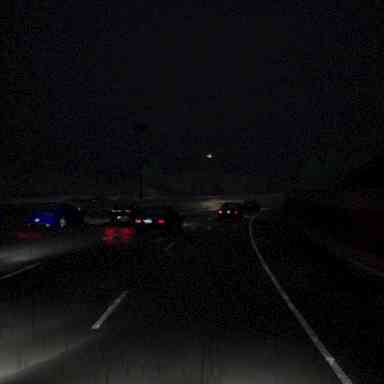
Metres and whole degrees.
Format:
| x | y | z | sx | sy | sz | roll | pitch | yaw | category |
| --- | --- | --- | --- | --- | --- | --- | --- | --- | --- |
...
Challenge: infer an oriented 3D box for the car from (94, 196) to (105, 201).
| x | y | z | sx | sy | sz | roll | pitch | yaw | category |
| --- | --- | --- | --- | --- | --- | --- | --- | --- | --- |
| -18.144 | 1.524 | 64.805 | 1.837 | 1.490 | 4.892 | 0 | 0 | 19 | car |

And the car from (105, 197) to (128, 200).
| x | y | z | sx | sy | sz | roll | pitch | yaw | category |
| --- | --- | --- | --- | --- | --- | --- | --- | --- | --- |
| -11.124 | 1.520 | 53.071 | 2.033 | 1.411 | 5.357 | 0 | 0 | 20 | car |

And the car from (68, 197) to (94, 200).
| x | y | z | sx | sy | sz | roll | pitch | yaw | category |
| --- | --- | --- | --- | --- | --- | --- | --- | --- | --- |
| -16.741 | 1.453 | 47.376 | 2.128 | 1.511 | 4.902 | 0 | 0 | 18 | car |

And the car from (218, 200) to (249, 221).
| x | y | z | sx | sy | sz | roll | pitch | yaw | category |
| --- | --- | --- | --- | --- | --- | --- | --- | --- | --- |
| 3.278 | 1.553 | 27.325 | 2.033 | 1.411 | 5.357 | 0 | 0 | 12 | car |

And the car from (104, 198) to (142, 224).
| x | y | z | sx | sy | sz | roll | pitch | yaw | category |
| --- | --- | --- | --- | --- | --- | --- | --- | --- | --- |
| -4.403 | 1.480 | 24.494 | 2.128 | 1.511 | 4.902 | 0 | 0 | 11 | car |

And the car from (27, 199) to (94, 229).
| x | y | z | sx | sy | sz | roll | pitch | yaw | category |
| --- | --- | --- | --- | --- | --- | --- | --- | --- | --- |
| -8.486 | 1.457 | 21.496 | 1.882 | 1.535 | 5.008 | 0 | 0 | 9 | car |

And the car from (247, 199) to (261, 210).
| x | y | z | sx | sy | sz | roll | pitch | yaw | category |
| --- | --- | --- | --- | --- | --- | --- | --- | --- | --- |
| 7.566 | 1.579 | 42.292 | 1.994 | 1.385 | 4.181 | 0 | 0 | 18 | car |

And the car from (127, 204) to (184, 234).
| x | y | z | sx | sy | sz | roll | pitch | yaw | category |
| --- | --- | --- | --- | --- | --- | --- | --- | --- | --- |
| -1.788 | 1.542 | 19.353 | 2.033 | 1.411 | 5.357 | 0 | 0 | 8 | car |
